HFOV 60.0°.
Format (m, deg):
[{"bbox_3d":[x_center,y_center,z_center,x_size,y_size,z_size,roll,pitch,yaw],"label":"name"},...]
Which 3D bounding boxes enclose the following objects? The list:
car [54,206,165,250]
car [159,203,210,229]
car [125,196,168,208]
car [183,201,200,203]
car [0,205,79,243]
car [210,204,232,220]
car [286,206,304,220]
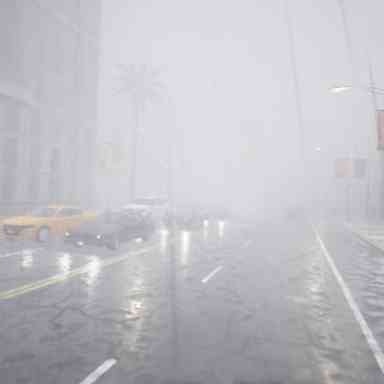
[{"bbox_3d":[-3.325,1.575,14.871,2.033,1.411,5.357,2,-1,18],"label":"car"},{"bbox_3d":[-0.412,1.751,23.836,1.812,1.442,4.674,2,-1,18],"label":"car"},{"bbox_3d":[-3.495,1.350,25.641,2.150,2.045,5.566,2,-1,18],"label":"car"},{"bbox_3d":[-0.239,1.700,35.434,2.097,1.767,4.553,2,-1,19],"label":"car"},{"bbox_3d":[-6.644,1.394,15.959,1.882,1.535,5.008,2,-1,18],"label":"car"},{"bbox_3d":[2.706,1.960,33.219,1.812,1.442,4.674,2,-1,18],"label":"car"},{"bbox_3d":[11.790,2.366,38.137,2.033,1.411,5.357,2,-1,19],"label":"car"}]
